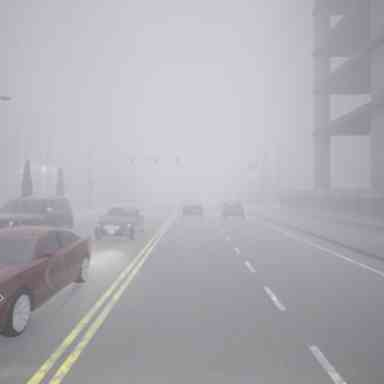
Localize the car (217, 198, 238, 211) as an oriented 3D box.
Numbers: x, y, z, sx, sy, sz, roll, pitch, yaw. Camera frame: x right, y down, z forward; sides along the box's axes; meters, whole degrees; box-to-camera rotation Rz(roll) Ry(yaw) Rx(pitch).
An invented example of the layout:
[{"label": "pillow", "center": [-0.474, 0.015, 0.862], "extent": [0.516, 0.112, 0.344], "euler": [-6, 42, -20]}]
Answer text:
[{"label": "car", "center": [4.629, 1.582, 43.154], "extent": [1.812, 1.442, 4.674], "euler": [0, 0, 17]}]

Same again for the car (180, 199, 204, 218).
[{"label": "car", "center": [0.103, 1.519, 31.168], "extent": [1.882, 1.535, 5.008], "euler": [0, 0, 0]}]

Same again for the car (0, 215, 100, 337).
[{"label": "car", "center": [-3.598, 1.487, 6.871], "extent": [1.882, 1.535, 5.008], "euler": [0, 0, 0]}]

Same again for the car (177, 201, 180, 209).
[{"label": "car", "center": [-0.665, 1.621, 43.385], "extent": [1.994, 1.385, 4.181], "euler": [0, 0, -11]}]

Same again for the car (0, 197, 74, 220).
[{"label": "car", "center": [-7.086, 1.241, 14.833], "extent": [2.150, 2.045, 5.566], "euler": [0, 0, 0]}]

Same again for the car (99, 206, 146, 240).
[{"label": "car", "center": [-3.581, 1.514, 17.241], "extent": [2.128, 1.511, 4.902], "euler": [0, 0, 0]}]

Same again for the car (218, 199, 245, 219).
[{"label": "car", "center": [3.554, 1.531, 29.910], "extent": [2.128, 1.511, 4.902], "euler": [0, 0, 1]}]
